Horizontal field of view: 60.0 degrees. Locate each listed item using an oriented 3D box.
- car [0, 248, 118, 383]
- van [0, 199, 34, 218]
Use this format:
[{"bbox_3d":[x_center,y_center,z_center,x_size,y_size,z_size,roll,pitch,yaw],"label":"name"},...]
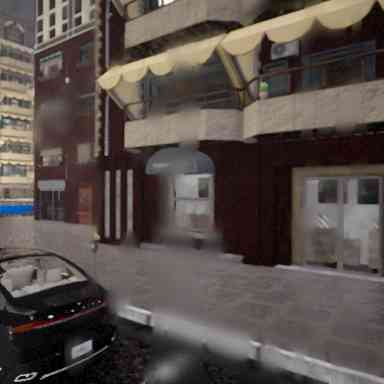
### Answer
[{"bbox_3d":[-3.020,1.532,5.029,4.403,1.369,2.008,0,0,36],"label":"car"},{"bbox_3d":[-17.281,1.591,32.698,1.690,1.788,3.998,-1,-2,35],"label":"van"}]
